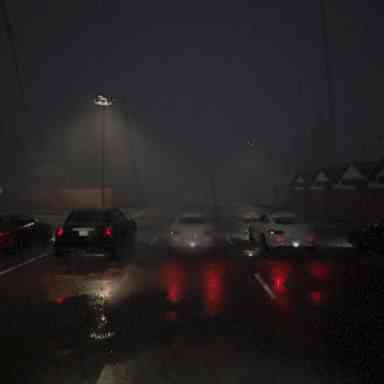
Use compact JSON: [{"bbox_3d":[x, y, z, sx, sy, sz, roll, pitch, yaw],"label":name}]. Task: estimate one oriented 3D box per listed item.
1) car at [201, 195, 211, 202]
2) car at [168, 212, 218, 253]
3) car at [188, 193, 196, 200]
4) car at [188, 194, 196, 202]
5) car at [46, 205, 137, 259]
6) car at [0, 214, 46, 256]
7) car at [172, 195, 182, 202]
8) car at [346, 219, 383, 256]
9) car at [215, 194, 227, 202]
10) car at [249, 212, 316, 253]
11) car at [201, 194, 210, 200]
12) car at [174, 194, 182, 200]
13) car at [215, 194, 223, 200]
[{"bbox_3d":[3.447,1.507,75.825,2.033,1.411,5.357,0,0,0],"label":"car"},{"bbox_3d":[0.041,1.521,13.544,1.812,1.442,4.674,0,0,0],"label":"car"},{"bbox_3d":[-0.061,1.178,86.211,2.097,1.767,4.553,0,0,0],"label":"car"},{"bbox_3d":[-0.053,1.491,75.821,2.128,1.511,4.902,0,0,0],"label":"car"},{"bbox_3d":[-3.464,1.347,12.803,2.097,1.767,4.553,0,0,0],"label":"car"},{"bbox_3d":[-7.120,1.560,13.069,1.994,1.385,4.181,0,0,-2],"label":"car"},{"bbox_3d":[-3.553,1.506,75.820,2.033,1.411,5.357,0,0,0],"label":"car"},{"bbox_3d":[7.015,1.545,10.730,2.033,1.411,5.357,0,0,0],"label":"car"},{"bbox_3d":[6.946,1.520,76.243,1.994,1.385,4.181,0,0,0],"label":"car"},{"bbox_3d":[3.543,1.522,13.583,1.812,1.442,4.674,0,0,0],"label":"car"},{"bbox_3d":[3.439,1.363,86.244,2.033,1.411,5.357,0,0,0],"label":"car"},{"bbox_3d":[-3.561,1.362,86.239,2.033,1.411,5.357,0,0,0],"label":"car"},{"bbox_3d":[6.939,1.347,86.246,1.812,1.442,4.674,0,0,0],"label":"car"}]
